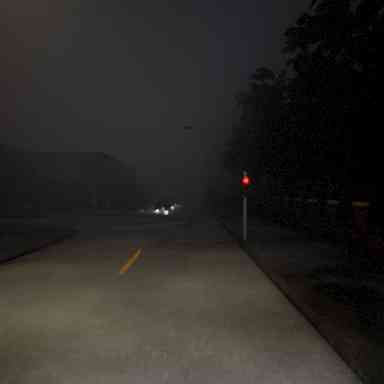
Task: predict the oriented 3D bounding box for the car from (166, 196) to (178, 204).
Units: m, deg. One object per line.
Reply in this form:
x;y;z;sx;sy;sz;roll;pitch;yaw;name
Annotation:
-3.927;1.635;66.891;2.128;1.511;4.902;0;-1;0;car

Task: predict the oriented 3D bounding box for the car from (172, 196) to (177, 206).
-3.951;1.632;56.483;1.837;1.490;4.892;0;0;0;car

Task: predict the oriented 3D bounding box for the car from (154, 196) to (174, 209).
-4.027;1.668;46.329;1.994;1.385;4.181;0;0;0;car
